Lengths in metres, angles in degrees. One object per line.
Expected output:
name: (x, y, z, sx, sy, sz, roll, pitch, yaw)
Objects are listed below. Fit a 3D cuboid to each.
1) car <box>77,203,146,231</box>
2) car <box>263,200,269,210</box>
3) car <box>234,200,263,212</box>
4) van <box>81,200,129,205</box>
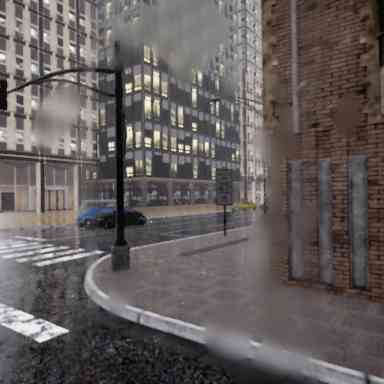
car: (-4.861, 1.616, 20.968, 1.994, 1.385, 4.181, -1, -1, 36)
car: (10.179, 1.651, 41.930, 2.033, 1.411, 5.357, -1, -1, 36)
car: (6.656, 1.673, 41.507, 1.752, 1.417, 4.829, -1, -1, 36)
van: (-6.173, 1.445, 23.594, 1.690, 1.788, 3.998, -1, -1, 36)
